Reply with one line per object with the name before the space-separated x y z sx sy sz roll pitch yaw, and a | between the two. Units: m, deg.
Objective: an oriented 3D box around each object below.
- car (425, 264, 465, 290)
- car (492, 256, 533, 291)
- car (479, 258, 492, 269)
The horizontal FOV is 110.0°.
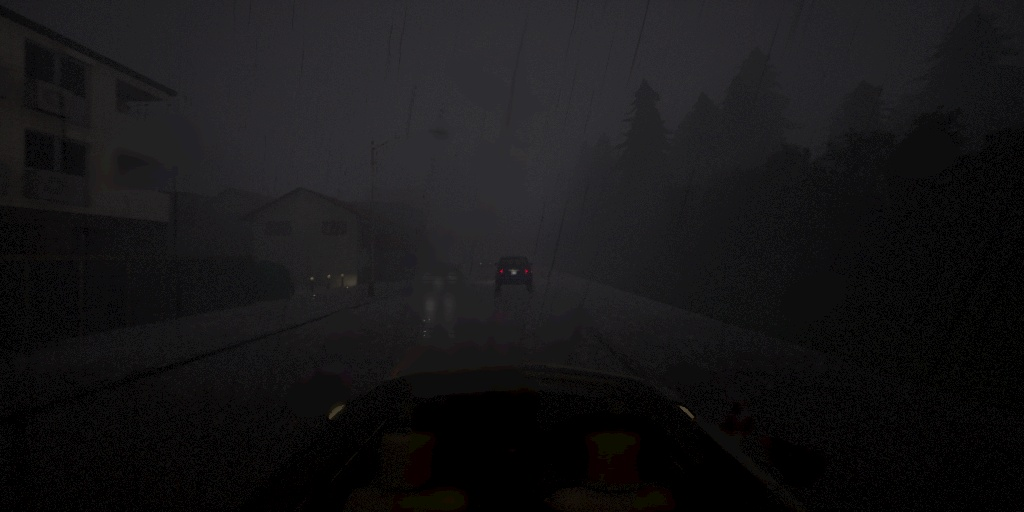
car | -4.092 1.263 22.466 2.128 1.511 4.902 0 0 0
car | 0.106 0.995 22.092 2.150 2.045 5.566 0 0 0
car | -4.014 1.159 57.503 2.097 1.767 4.553 0 0 1
